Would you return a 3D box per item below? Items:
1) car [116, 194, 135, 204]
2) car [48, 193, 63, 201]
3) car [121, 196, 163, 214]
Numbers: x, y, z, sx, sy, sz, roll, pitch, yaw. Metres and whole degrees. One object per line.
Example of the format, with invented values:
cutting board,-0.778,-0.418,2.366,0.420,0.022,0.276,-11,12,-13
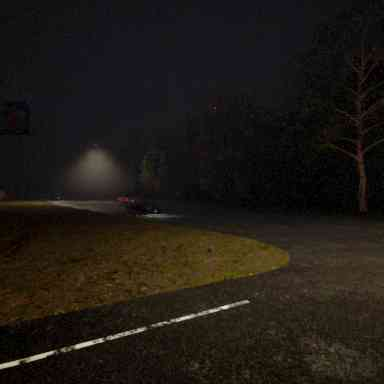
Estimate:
car,-10.567,1.045,53.743,2.097,1.767,4.553,0,0,-34
car,-27.356,1.082,67.475,2.128,1.511,4.902,0,0,-29
car,-4.813,1.368,32.863,2.033,1.411,5.357,0,0,-34
